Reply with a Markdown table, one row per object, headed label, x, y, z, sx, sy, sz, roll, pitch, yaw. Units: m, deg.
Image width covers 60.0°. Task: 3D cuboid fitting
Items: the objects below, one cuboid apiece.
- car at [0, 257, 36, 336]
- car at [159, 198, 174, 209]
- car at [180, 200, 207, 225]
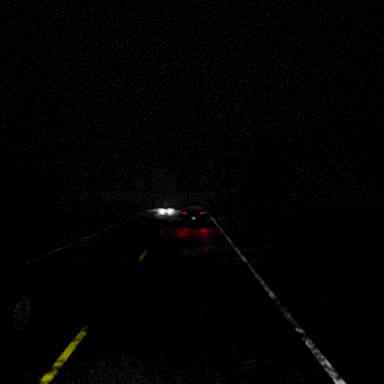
| label | x | y | z | sx | sy | sz | roll | pitch | yaw |
| --- | --- | --- | --- | --- | --- | --- | --- | --- | --- |
| car | -3.599 | 1.533 | 3.998 | 1.812 | 1.442 | 4.674 | 0 | 0 | 0 |
| car | -3.566 | 1.567 | 47.445 | 2.128 | 1.511 | 4.902 | 0 | 0 | 0 |
| car | 0.102 | 1.567 | 24.339 | 1.812 | 1.442 | 4.674 | 0 | 0 | 0 |
